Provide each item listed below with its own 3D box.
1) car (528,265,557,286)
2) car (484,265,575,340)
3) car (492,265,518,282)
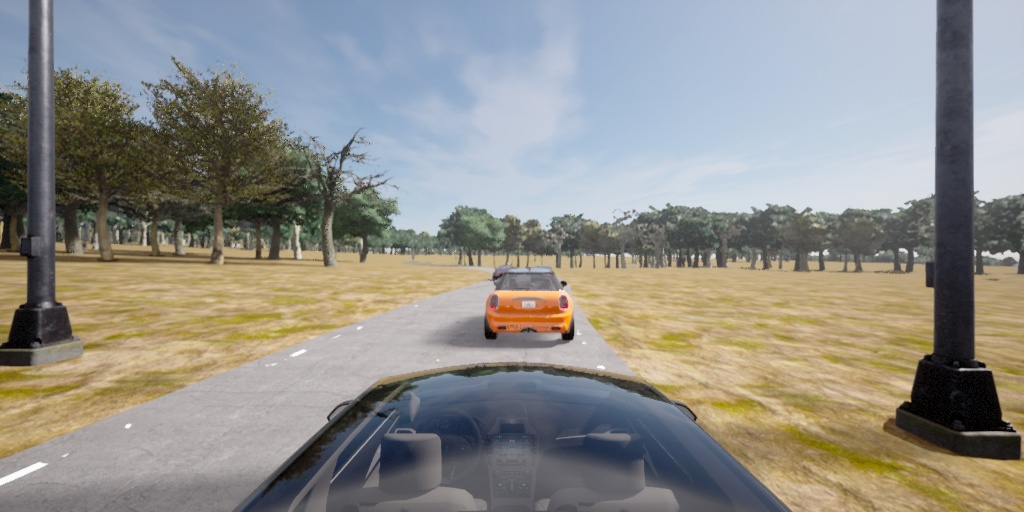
[{"bbox_3d":[2.416,1.445,28.335,2.033,1.411,5.357,0,-1,5],"label":"car"},{"bbox_3d":[0.516,1.103,10.118,2.097,1.767,4.553,0,0,4],"label":"car"},{"bbox_3d":[-0.579,1.501,31.985,1.994,1.385,4.181,0,-1,3],"label":"car"}]
